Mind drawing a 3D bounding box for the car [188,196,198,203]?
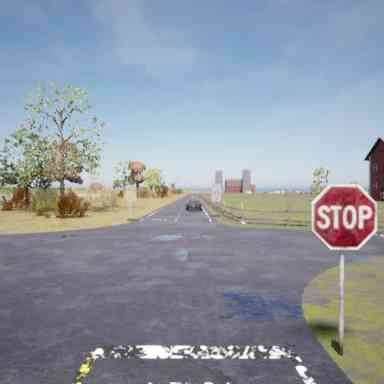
[{"bbox_3d":[0.234,1.521,71.070,2.033,1.411,5.357,0,0,0],"label":"car"}]

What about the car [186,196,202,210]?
[{"bbox_3d":[0.238,1.480,41.637,2.128,1.511,4.902,0,0,0],"label":"car"}]
